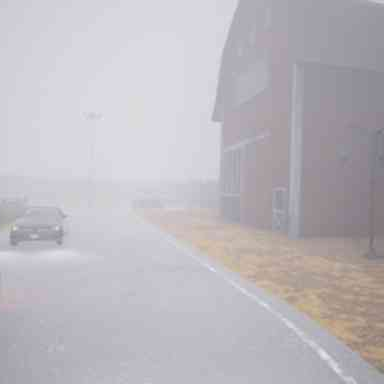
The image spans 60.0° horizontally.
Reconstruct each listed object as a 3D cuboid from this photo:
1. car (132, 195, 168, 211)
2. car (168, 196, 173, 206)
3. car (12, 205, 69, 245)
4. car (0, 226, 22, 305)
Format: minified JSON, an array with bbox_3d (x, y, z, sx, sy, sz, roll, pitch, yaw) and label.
[{"bbox_3d":[-4.906,1.254,37.499,1.837,1.490,4.892,2,0,23],"label":"car"},{"bbox_3d":[-4.471,1.238,48.073,1.837,1.490,4.892,2,0,-31],"label":"car"},{"bbox_3d":[-6.331,1.301,14.219,1.812,1.442,4.674,2,0,-17],"label":"car"},{"bbox_3d":[-3.730,1.386,3.314,1.837,1.490,4.892,2,0,-6],"label":"car"}]
